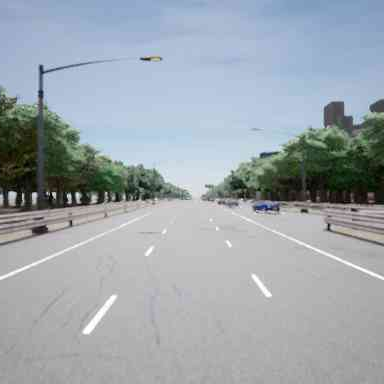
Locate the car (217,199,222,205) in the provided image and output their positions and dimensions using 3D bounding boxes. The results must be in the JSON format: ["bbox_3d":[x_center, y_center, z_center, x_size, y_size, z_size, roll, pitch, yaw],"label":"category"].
[{"bbox_3d":[6.997,2.272,78.726,1.812,1.442,4.674,0,-1,0],"label":"car"}]

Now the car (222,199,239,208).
[{"bbox_3d":[7.075,2.019,59.224,1.812,1.442,4.674,0,0,-5],"label":"car"}]

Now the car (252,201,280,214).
[{"bbox_3d":[9.341,1.847,42.267,1.882,1.535,5.008,0,-1,-14],"label":"car"}]
